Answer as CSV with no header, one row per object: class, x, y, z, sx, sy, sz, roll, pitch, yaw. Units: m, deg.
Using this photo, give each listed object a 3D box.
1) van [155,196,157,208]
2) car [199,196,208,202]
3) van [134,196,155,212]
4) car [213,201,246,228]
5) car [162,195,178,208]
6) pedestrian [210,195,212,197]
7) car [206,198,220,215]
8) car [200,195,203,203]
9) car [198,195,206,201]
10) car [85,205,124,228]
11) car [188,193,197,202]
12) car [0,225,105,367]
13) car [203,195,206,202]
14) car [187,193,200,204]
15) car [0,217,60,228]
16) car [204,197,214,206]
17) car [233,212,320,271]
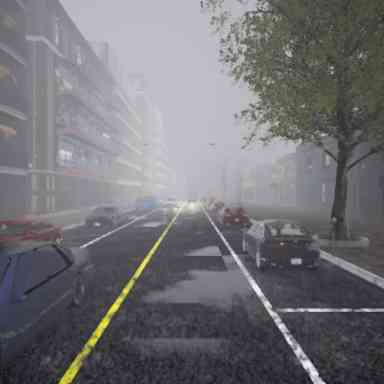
van,-5.686,1.371,44.923,1.690,1.788,3.998,0,0,0
car,2.702,1.656,79.099,1.947,1.339,4.313,0,0,0
van,-5.687,1.364,39.227,1.690,1.788,3.998,0,0,0
car,2.692,1.550,22.131,1.887,1.381,4.507,0,0,0
car,-3.071,1.560,47.967,1.812,1.442,4.674,0,0,0
pedestrian,3.011,1.335,53.410,0.375,1.860,0.375,0,0,0
car,2.694,1.598,33.524,1.802,1.307,4.206,0,0,0
car,2.701,1.659,73.402,1.802,1.307,4.206,0,0,0
car,2.703,1.558,90.492,1.967,1.590,4.097,0,0,0
car,-5.688,1.572,22.135,1.947,1.339,4.313,0,0,0
car,0.016,1.234,81.399,2.150,2.045,5.566,0,0,0
car,-3.099,1.548,5.196,2.033,1.411,5.357,0,0,0
car,3.010,1.493,50.421,1.801,1.575,5.366,0,0,0
car,0.013,1.550,64.043,2.128,1.511,4.902,0,0,0
car,-5.690,1.545,10.743,1.887,1.381,4.507,0,0,0
car,2.695,1.567,39.222,1.887,1.381,4.507,0,0,0
car,2.690,1.551,10.739,2.008,1.369,4.403,0,0,0
